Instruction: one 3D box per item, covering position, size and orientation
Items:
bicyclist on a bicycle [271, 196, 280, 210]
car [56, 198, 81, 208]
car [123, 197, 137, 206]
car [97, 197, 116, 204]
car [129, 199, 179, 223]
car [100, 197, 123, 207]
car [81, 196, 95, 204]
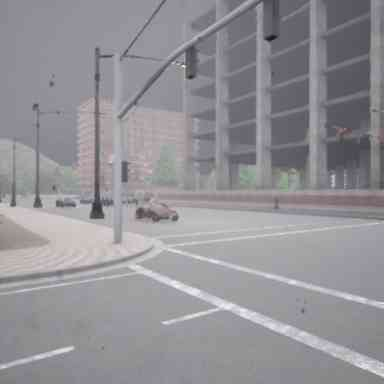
[{"bbox_3d":[9.841,1.335,39.065,1.656,1.620,0.582,0,0,-35],"label":"bicyclist on a bicycle"},{"bbox_3d":[-18.189,1.560,47.849,2.033,1.411,5.357,0,0,-34],"label":"car"},{"bbox_3d":[-10.520,1.529,55.390,1.837,1.490,4.892,0,0,-34],"label":"car"},{"bbox_3d":[-16.417,1.625,63.731,1.895,1.301,4.718,0,0,-35],"label":"car"},{"bbox_3d":[-2.829,1.539,25.849,1.812,1.442,4.674,0,0,-35],"label":"car"},{"bbox_3d":[-13.344,1.498,53.320,1.882,1.535,5.008,0,0,-35],"label":"car"},{"bbox_3d":[-19.268,1.546,61.701,1.812,1.442,4.674,0,0,-35],"label":"car"}]
